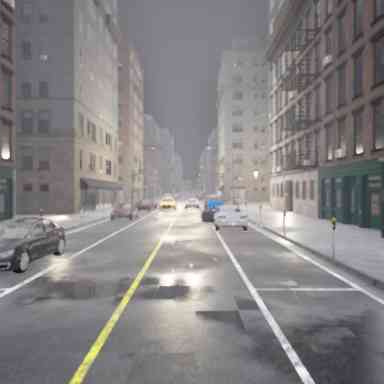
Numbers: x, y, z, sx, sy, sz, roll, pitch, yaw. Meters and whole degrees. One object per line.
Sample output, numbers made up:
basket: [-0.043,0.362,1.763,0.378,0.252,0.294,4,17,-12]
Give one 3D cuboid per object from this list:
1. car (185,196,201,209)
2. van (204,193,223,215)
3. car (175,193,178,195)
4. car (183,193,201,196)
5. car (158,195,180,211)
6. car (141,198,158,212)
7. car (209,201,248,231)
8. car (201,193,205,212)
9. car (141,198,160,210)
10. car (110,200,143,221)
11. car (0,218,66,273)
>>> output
car: [0.048,1.544,43.736,1.895,1.301,4.718,0,0,1]
van: [2.637,1.293,37.982,1.690,1.788,3.998,0,0,0]
car: [-5.407,1.444,86.269,1.947,1.339,4.313,0,0,0]
car: [-0.003,1.417,53.848,2.128,1.511,4.902,0,0,0]
car: [-2.818,1.427,39.569,1.882,1.535,5.008,0,0,0]
car: [-5.388,1.496,37.982,1.887,1.381,4.507,0,0,0]
car: [2.228,1.501,20.309,1.812,1.442,4.674,0,0,0]
car: [2.636,1.259,43.493,2.192,1.841,5.009,0,0,0]
car: [-5.389,1.510,43.493,1.947,1.339,4.313,0,0,0]
car: [-5.388,1.548,26.960,1.802,1.307,4.206,0,0,0]
car: [-5.387,1.538,10.427,2.008,1.369,4.403,0,0,0]
